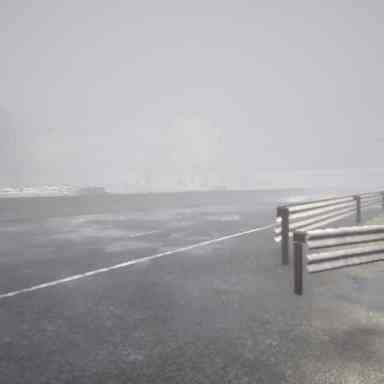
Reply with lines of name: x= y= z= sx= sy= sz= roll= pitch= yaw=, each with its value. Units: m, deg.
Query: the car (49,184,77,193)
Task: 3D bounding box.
car: x=-23.883 y=-0.656 z=61.716 sx=2.033 sy=1.411 sz=5.357 roll=-1 pitch=3 yaw=16

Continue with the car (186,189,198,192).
car: x=0.106 y=0.290 z=55.426 sx=1.837 sy=1.490 sz=4.892 roll=0 pitch=1 yaw=36

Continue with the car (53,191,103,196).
car: x=-10.474 y=0.867 z=29.158 sx=1.812 sy=1.442 sz=4.674 roll=0 pitch=1 yaw=36

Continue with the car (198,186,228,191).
car: x=3.902 y=-0.028 z=54.685 sx=2.150 sy=2.045 sz=5.566 roll=0 pitch=1 yaw=36

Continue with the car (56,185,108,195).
car: x=-11.192 y=0.490 z=34.109 sx=2.150 sy=2.045 sz=5.566 roll=0 pitch=1 yaw=36
